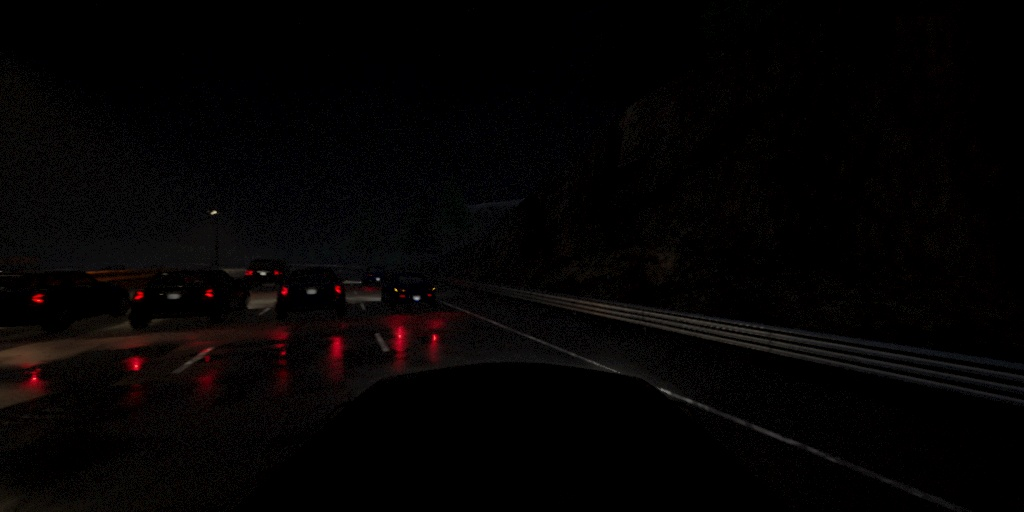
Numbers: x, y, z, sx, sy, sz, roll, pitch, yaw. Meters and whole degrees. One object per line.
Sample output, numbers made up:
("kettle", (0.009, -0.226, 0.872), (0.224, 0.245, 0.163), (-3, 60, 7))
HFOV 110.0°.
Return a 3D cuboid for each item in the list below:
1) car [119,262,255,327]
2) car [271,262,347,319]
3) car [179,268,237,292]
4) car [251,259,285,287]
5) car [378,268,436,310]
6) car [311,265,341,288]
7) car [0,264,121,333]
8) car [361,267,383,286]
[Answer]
("car", (-10.720, 1.215, 12.333), (2.097, 1.767, 4.553), (0, -1, -25))
("car", (-7.567, 1.236, 13.853), (2.097, 1.767, 4.553), (0, -1, -25))
("car", (-20.407, 1.559, 24.278), (1.994, 1.385, 4.181), (0, -1, -26))
("car", (-16.898, 1.232, 25.082), (2.150, 2.045, 5.566), (0, 0, -26))
("car", (-4.619, 1.436, 15.805), (1.812, 1.442, 4.674), (0, -1, -25))
("car", (-14.472, 1.523, 28.079), (1.882, 1.535, 5.008), (0, 0, -26))
("car", (-13.872, 1.194, 10.812), (2.097, 1.767, 4.553), (0, -1, -25))
("car", (-11.170, 1.588, 29.297), (1.812, 1.442, 4.674), (0, -1, -26))
